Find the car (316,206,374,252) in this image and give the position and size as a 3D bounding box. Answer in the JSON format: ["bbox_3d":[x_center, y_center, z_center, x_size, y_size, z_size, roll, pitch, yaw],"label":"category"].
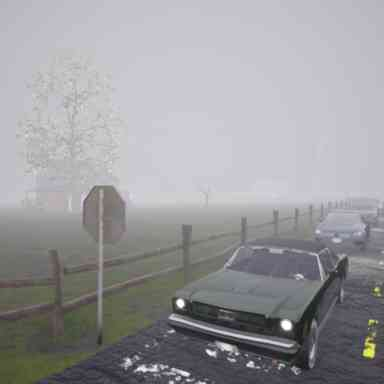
[{"bbox_3d":[6.513,1.523,14.202,1.812,1.442,4.674,0,0,31],"label":"car"}]

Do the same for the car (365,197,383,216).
[{"bbox_3d":[17.391,1.343,32.188,2.097,1.767,4.553,0,0,31],"label":"car"}]

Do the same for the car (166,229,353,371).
[{"bbox_3d":[1.559,1.600,5.991,1.895,1.301,4.718,0,0,31],"label":"car"}]

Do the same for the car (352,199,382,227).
[{"bbox_3d":[11.957,1.499,23.236,1.837,1.490,4.892,0,0,31],"label":"car"}]
